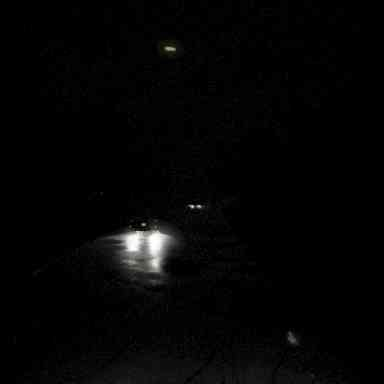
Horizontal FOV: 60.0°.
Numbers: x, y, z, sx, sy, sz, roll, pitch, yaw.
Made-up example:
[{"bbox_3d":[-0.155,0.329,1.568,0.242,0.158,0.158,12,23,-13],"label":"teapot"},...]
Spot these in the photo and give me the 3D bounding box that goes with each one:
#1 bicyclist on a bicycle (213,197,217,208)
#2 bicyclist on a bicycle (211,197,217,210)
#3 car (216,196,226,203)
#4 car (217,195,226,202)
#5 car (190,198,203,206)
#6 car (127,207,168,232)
[{"bbox_3d":[3.485,1.600,50.252,0.582,1.620,1.656,0,0,6],"label":"bicyclist on a bicycle"},{"bbox_3d":[2.643,1.573,41.334,0.582,1.620,1.656,0,0,5],"label":"bicyclist on a bicycle"},{"bbox_3d":[5.769,1.800,74.540,2.033,1.411,5.357,0,0,9],"label":"car"},{"bbox_3d":[7.915,1.698,87.641,1.882,1.535,5.008,0,0,10],"label":"car"},{"bbox_3d":[0.815,1.748,60.872,1.994,1.385,4.181,0,0,7],"label":"car"},{"bbox_3d":[-2.609,1.618,20.357,1.994,1.385,4.181,0,0,3],"label":"car"}]
